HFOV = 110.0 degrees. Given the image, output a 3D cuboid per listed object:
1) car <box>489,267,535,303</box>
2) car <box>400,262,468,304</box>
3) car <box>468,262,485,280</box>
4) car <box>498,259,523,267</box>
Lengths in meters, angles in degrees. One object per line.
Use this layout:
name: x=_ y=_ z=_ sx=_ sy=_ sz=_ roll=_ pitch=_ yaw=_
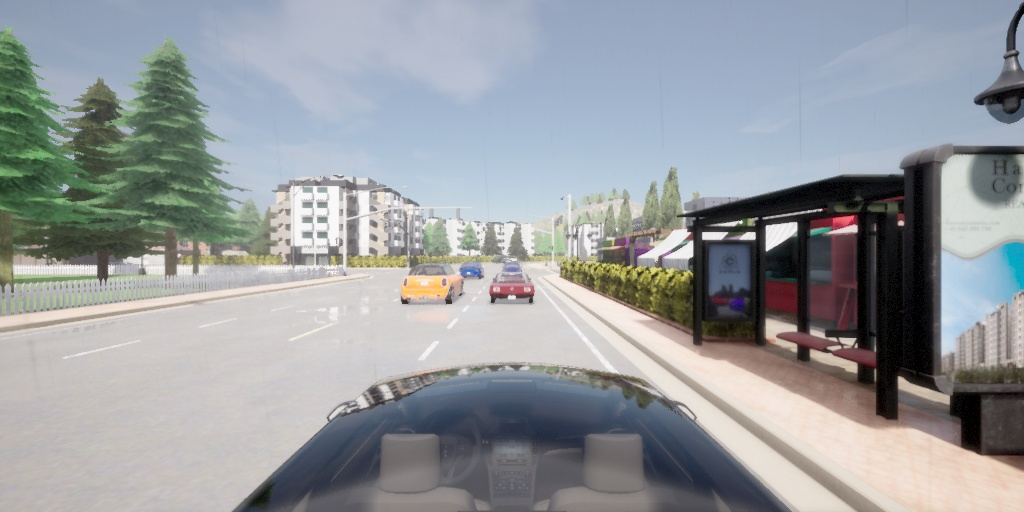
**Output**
car: x=0.000 y=1.365 z=16.530 sx=1.895 sy=1.301 sz=4.718 roll=0 pitch=0 yaw=0
car: x=-3.500 y=1.115 z=16.470 sx=2.097 sy=1.767 sz=4.553 roll=0 pitch=0 yaw=0
car: x=-3.500 y=1.234 z=31.500 sx=1.882 sy=1.535 sz=5.008 roll=0 pitch=0 yaw=0
car: x=0.000 y=1.282 z=31.500 sx=1.812 sy=1.442 sz=4.674 roll=0 pitch=0 yaw=0
